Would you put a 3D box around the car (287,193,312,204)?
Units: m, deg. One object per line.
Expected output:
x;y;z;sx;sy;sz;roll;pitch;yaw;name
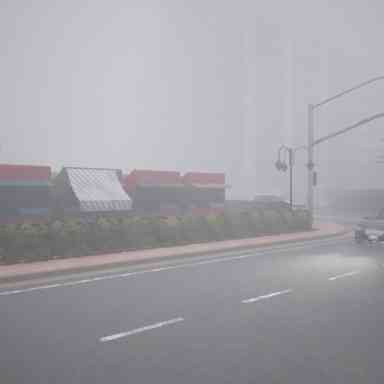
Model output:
19.024;1.114;59.110;1.905;1.878;3.866;0;0;-36;car

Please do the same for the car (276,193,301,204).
16.632;1.114;57.399;1.905;1.878;3.866;0;0;-36;car

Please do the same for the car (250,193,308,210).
7.534;1.166;29.585;2.150;2.045;5.566;0;0;-36;car

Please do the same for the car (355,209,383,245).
8.917;1.492;14.527;4.902;1.511;2.128;0;0;-40;car

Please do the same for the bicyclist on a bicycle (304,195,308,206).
15.550;1.246;44.917;1.656;1.620;0.582;0;0;-36;bicyclist on a bicycle
